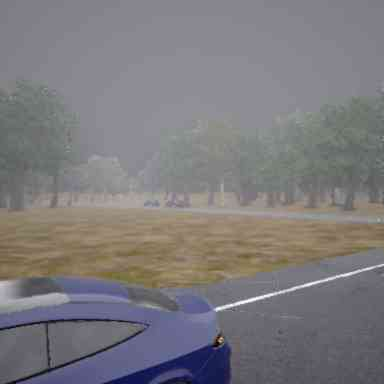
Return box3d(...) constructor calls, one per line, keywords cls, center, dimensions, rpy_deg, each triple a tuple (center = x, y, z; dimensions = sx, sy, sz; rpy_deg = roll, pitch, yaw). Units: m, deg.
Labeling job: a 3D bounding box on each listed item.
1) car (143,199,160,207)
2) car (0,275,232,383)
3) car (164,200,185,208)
box3d(cls="car", center=(-8.038, 2.255, 65.712), dimensions=(1.837, 1.490, 4.892), rpy_deg=(2, -2, -34))
box3d(cls="car", center=(-1.750, 1.527, 2.619), dimensions=(4.674, 1.442, 1.812), rpy_deg=(0, 0, -35))
box3d(cls="car", center=(-3.089, 2.114, 58.572), dimensions=(1.837, 1.490, 4.892), rpy_deg=(2, -2, -34))
